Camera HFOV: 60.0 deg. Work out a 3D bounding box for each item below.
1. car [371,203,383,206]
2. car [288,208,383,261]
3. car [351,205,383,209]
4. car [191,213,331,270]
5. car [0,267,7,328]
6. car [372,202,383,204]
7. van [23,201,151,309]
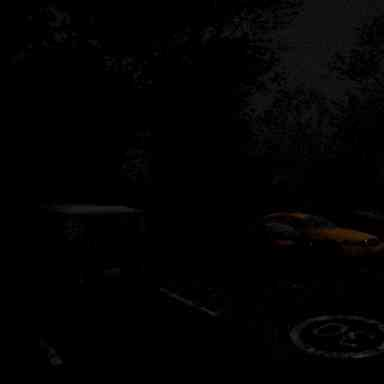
[{"bbox_3d":[8.674,1.496,15.984,2.163,1.488,4.792,0,0,-36],"label":"car"},{"bbox_3d":[4.234,1.467,12.614,1.946,1.575,5.366,0,0,-36],"label":"car"},{"bbox_3d":[6.395,1.468,14.382,2.097,1.535,5.008,0,0,-36],"label":"car"},{"bbox_3d":[1.862,1.512,11.143,2.002,1.452,4.674,0,0,-36],"label":"car"},{"bbox_3d":[-4.916,1.356,6.262,2.185,1.767,4.553,0,0,-36],"label":"car"},{"bbox_3d":[10.904,1.494,17.652,2.163,1.488,4.792,0,0,-36],"label":"car"},{"bbox_3d":[-2.740,1.250,7.998,1.878,1.987,4.442,0,0,-36],"label":"van"}]
